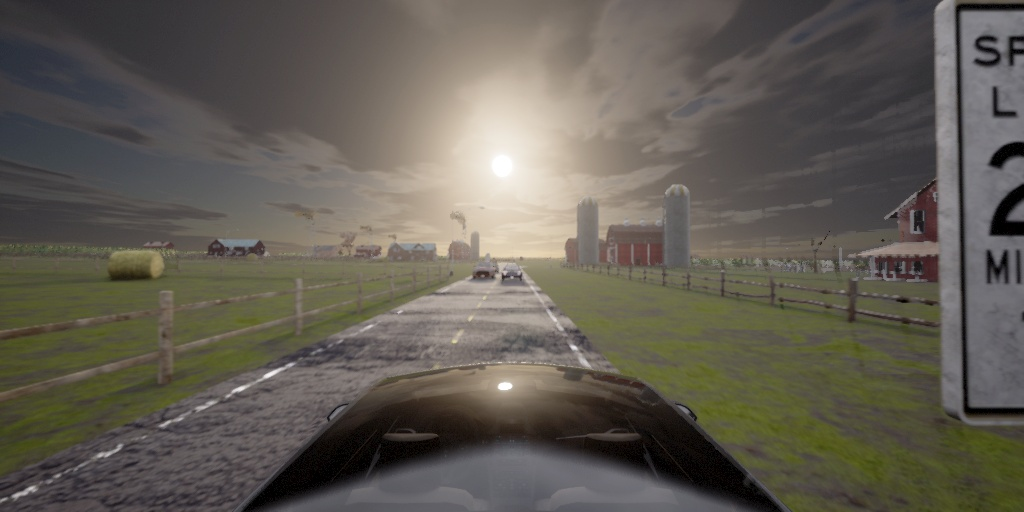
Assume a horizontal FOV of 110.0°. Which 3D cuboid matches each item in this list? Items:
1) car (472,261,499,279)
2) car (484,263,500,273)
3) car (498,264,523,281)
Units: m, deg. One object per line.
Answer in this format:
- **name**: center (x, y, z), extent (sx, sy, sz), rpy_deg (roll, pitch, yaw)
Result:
- **car**: center (-2.756, 1.315, 36.015), extent (2.097, 1.767, 4.553), rpy_deg (0, 0, 0)
- **car**: center (-2.758, 1.643, 49.783), extent (1.994, 1.385, 4.181), rpy_deg (0, 0, 0)
- **car**: center (0.005, 1.542, 32.521), extent (1.895, 1.301, 4.718), rpy_deg (0, 0, 0)
